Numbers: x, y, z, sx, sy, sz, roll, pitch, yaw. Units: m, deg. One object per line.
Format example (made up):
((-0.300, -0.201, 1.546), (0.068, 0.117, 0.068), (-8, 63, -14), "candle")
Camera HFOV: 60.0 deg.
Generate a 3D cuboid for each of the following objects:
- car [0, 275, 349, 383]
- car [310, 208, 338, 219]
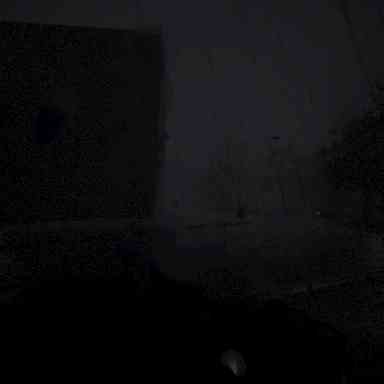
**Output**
((-0.776, 1.475, 2.664), (5.008, 1.535, 1.882), (0, 0, -33), "car")
((18.497, 3.009, 46.566), (4.892, 1.490, 1.837), (4, -4, -35), "car")
